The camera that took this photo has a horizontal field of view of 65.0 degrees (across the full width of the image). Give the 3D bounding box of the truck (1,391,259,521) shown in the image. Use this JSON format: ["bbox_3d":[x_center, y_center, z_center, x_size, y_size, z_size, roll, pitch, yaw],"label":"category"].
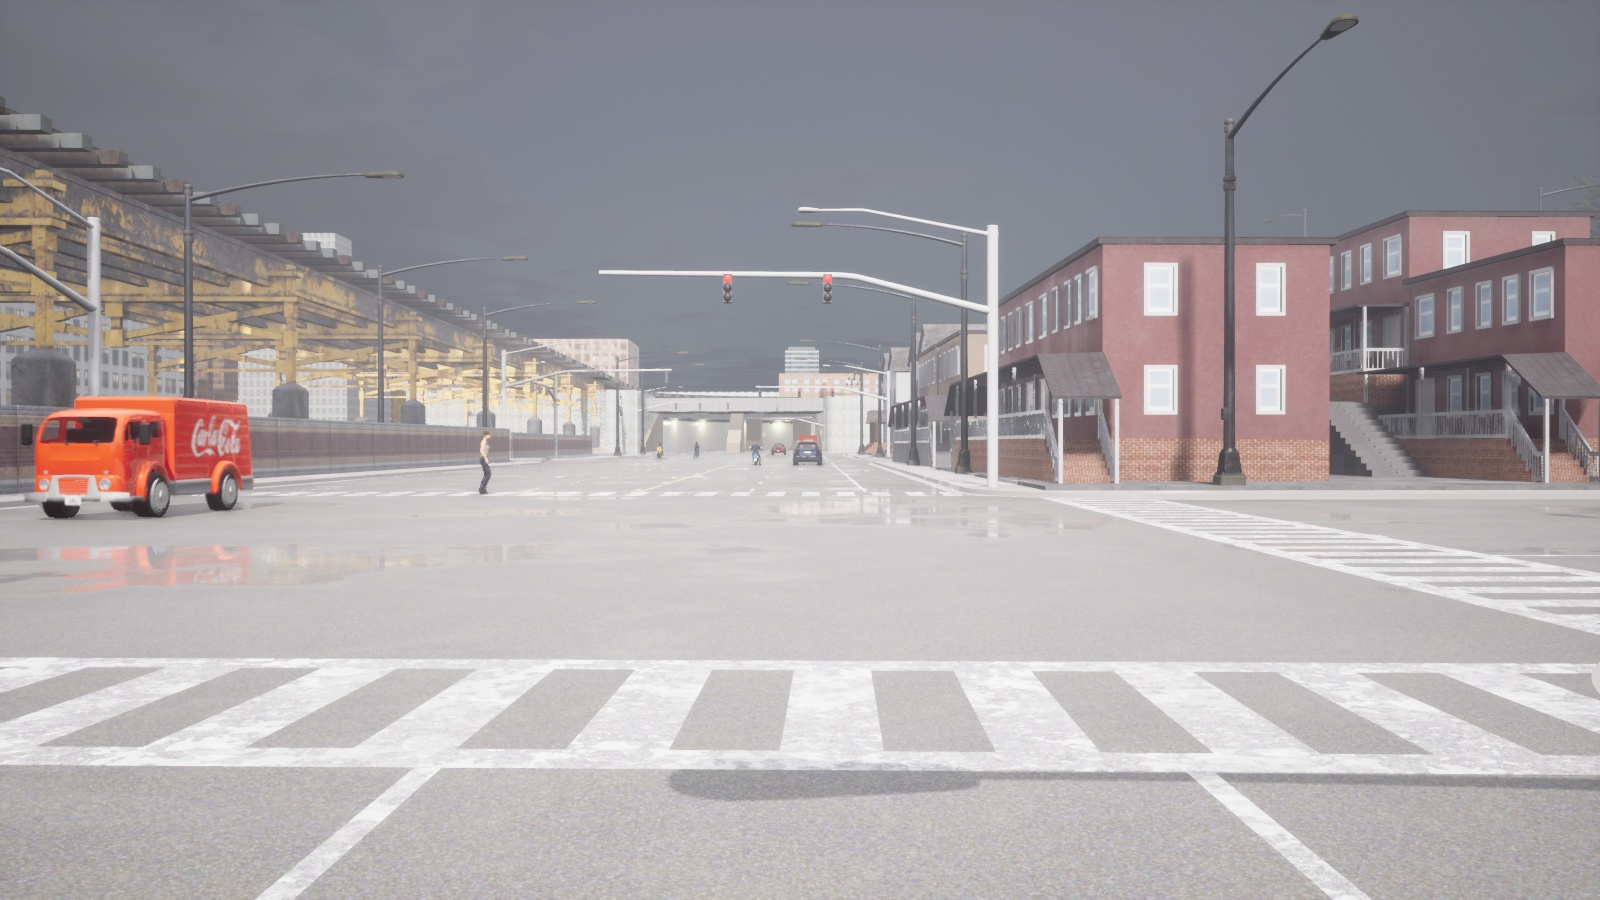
[{"bbox_3d":[-13.828,0.099,26.421,2.627,2.467,5.204,0,0,0],"label":"truck"}]

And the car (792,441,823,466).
[{"bbox_3d":[0.515,0.201,84.301,2.033,1.649,4.856,0,0,0],"label":"car"}]

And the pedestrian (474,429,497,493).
[{"bbox_3d":[-9.025,0.321,36.018,0.594,1.836,0.345,0,0,-7],"label":"pedestrian"}]
